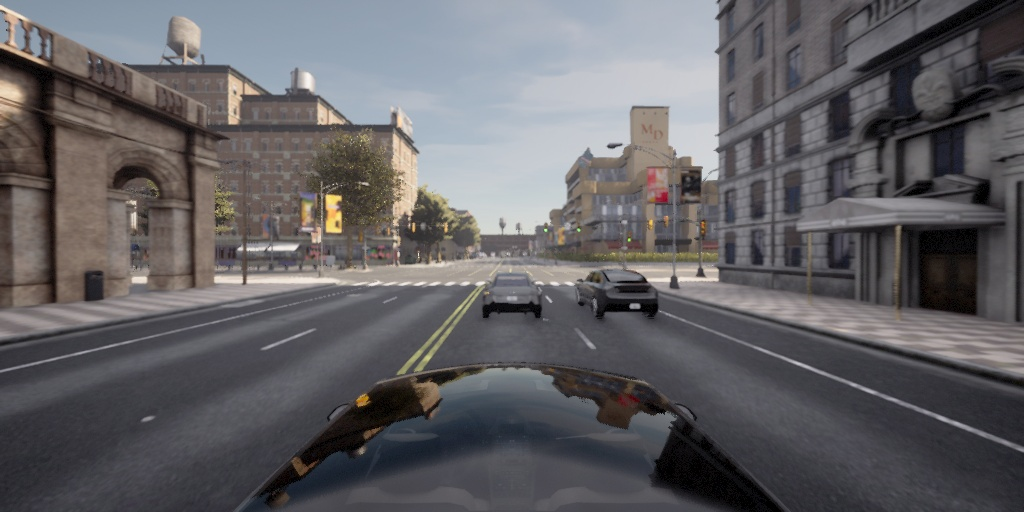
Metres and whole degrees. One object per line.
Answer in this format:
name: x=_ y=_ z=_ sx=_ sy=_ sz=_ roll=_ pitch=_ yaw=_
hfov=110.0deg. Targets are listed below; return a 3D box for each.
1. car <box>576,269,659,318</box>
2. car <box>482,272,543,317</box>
car: x=3.497 y=1.201 z=12.638 sx=1.837 sy=1.490 sz=4.892 roll=0 pitch=0 yaw=0
car: x=-0.003 y=1.259 z=12.947 sx=1.994 sy=1.385 sz=4.181 roll=0 pitch=0 yaw=0
